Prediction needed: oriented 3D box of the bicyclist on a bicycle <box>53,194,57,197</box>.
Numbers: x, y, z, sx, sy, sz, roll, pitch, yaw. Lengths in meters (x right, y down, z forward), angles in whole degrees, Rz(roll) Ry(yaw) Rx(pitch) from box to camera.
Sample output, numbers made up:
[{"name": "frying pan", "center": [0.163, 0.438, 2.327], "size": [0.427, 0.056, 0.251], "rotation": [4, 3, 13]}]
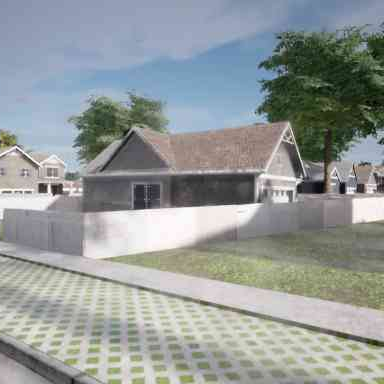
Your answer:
[{"name": "bicyclist on a bicycle", "center": [-13.011, 1.030, 31.524], "size": [1.656, 1.620, 0.582], "rotation": [0, 1, 34]}]
